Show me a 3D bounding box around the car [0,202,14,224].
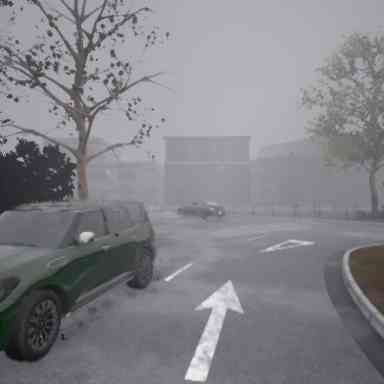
[{"bbox_3d":[-14.766,1.552,22.938,2.231,1.521,4.892,-1,0,1],"label":"car"}]

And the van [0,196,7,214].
[{"bbox_3d":[-21.827,1.439,35.251,1.878,1.987,4.442,-1,0,1],"label":"van"}]

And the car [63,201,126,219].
[{"bbox_3d":[-8.033,1.472,27.581,4.674,1.442,1.812,-1,0,7],"label":"car"}]

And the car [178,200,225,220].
[{"bbox_3d":[0.735,1.401,27.006,1.812,1.442,4.674,1,0,-37],"label":"car"}]

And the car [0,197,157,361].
[{"bbox_3d":[-2.514,1.190,6.406,2.150,2.045,5.566,0,0,16],"label":"car"}]

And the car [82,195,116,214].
[{"bbox_3d":[-9.682,1.298,35.067,2.185,1.767,4.553,-1,0,1],"label":"car"}]
